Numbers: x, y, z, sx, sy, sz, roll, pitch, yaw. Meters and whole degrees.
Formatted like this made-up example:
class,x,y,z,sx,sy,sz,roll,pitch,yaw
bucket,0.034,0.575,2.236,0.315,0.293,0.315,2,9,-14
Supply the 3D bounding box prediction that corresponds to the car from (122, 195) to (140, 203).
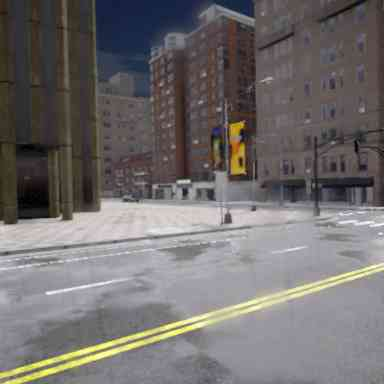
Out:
class,x,y,z,sx,sy,sz,roll,pitch,yaw
car,-11.613,1.332,63.006,1.837,1.490,4.892,-2,1,-35
